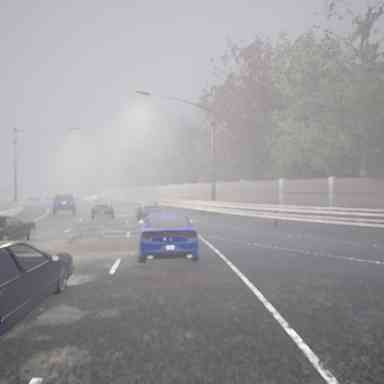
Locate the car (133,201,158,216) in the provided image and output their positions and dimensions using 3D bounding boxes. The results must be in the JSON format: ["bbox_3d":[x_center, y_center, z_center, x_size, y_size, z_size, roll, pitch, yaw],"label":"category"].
[{"bbox_3d":[-3.633,1.466,26.984,2.128,1.511,4.902,0,0,-14],"label":"car"}]

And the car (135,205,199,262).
[{"bbox_3d":[-0.927,1.464,12.157,1.882,1.535,5.008,0,0,-7],"label":"car"}]

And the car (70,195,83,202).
[{"bbox_3d":[-24.905,1.345,71.734,1.994,1.385,4.181,0,0,-27],"label":"car"}]

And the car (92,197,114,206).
[{"bbox_3d":[-14.593,1.518,54.302,2.033,1.411,5.357,0,0,-31],"label":"car"}]

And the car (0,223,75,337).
[{"bbox_3d":[-3.633,1.550,5.634,2.033,1.411,5.357,0,0,-3],"label":"car"}]

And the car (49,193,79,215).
[{"bbox_3d":[-13.256,1.214,34.711,2.150,2.045,5.566,0,0,-19],"label":"car"}]

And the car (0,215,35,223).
[{"bbox_3d":[-8.090,1.606,13.742,1.895,1.301,4.718,0,0,-8],"label":"car"}]

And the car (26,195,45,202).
[{"bbox_3d":[-32.160,1.318,67.593,1.837,1.490,4.892,0,0,-43],"label":"car"}]

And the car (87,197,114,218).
[{"bbox_3d":[-8.056,1.475,29.847,2.128,1.511,4.902,0,0,-16],"label":"car"}]

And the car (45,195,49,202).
[{"bbox_3d":[-29.474,1.333,69.837,2.128,1.511,4.902,0,0,-43],"label":"car"}]

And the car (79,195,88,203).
[{"bbox_3d":[-21.631,1.571,66.011,1.895,1.301,4.718,0,0,-30],"label":"car"}]
